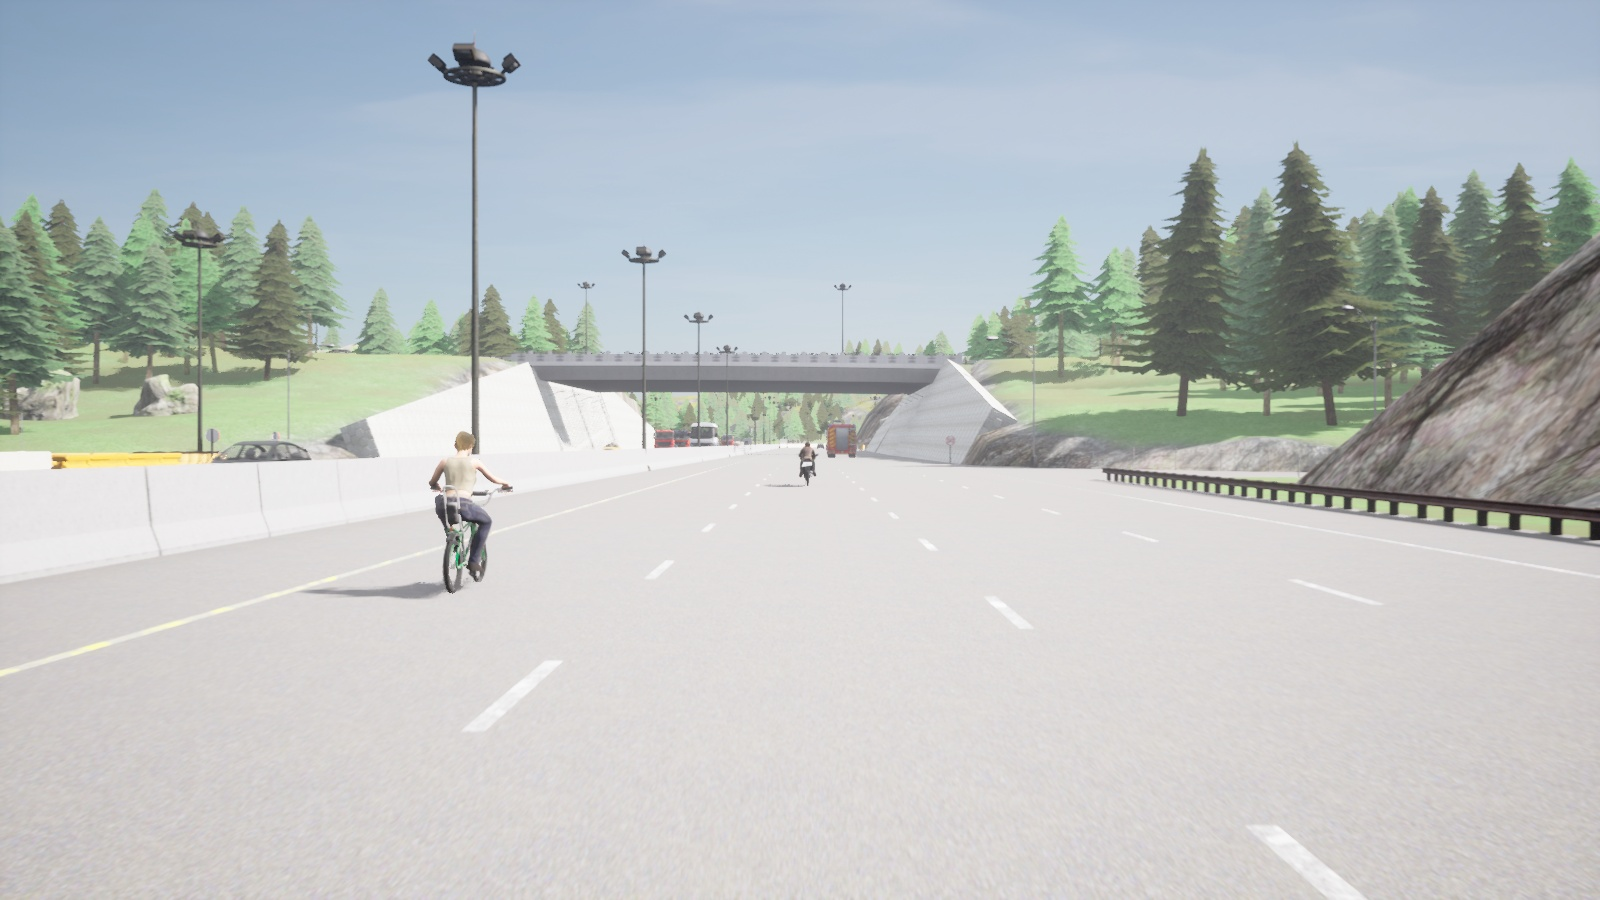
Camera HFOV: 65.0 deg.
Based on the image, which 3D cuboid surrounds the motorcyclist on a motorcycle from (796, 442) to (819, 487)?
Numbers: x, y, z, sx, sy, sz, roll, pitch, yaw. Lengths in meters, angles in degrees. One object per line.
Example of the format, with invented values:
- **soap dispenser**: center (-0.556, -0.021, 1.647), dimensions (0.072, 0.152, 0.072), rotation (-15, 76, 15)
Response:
- **motorcyclist on a motorcycle**: center (0.265, 0.482, 43.875), dimensions (0.797, 1.523, 2.044), rotation (0, 0, 0)

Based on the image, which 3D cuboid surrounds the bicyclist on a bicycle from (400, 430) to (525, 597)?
- **bicyclist on a bicycle**: center (-3.417, 0.608, 12.852), dimensions (0.866, 1.612, 1.509), rotation (0, 0, 1)

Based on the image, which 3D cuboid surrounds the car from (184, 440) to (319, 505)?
- **car**: center (-13.804, 0.533, 31.855), dimensions (1.789, 1.549, 3.705), rotation (0, 0, 0)
